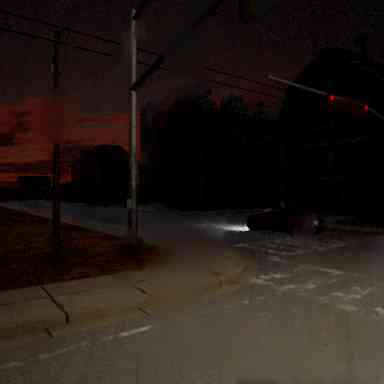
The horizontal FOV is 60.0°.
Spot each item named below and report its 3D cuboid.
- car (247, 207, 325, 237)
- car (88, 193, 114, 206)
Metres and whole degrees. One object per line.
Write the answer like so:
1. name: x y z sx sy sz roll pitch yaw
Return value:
1. car: 5.003 1.534 18.194 1.994 1.385 4.181 0 0 -37
2. car: -13.764 1.115 50.617 3.866 1.878 1.905 -2 5 11
